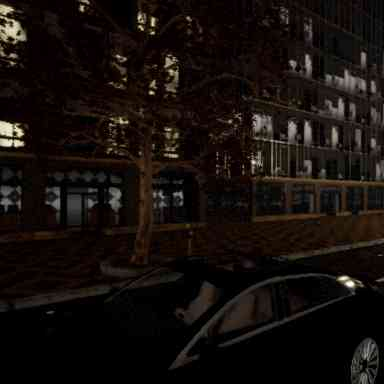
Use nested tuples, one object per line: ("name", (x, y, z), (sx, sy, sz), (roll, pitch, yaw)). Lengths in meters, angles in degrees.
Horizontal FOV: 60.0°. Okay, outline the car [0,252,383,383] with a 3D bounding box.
("car", (0.240, 1.498, 3.552), (4.902, 1.511, 2.128), (0, 0, -36))
